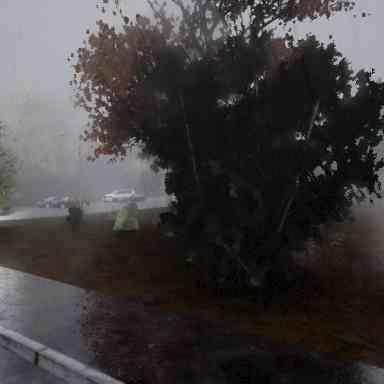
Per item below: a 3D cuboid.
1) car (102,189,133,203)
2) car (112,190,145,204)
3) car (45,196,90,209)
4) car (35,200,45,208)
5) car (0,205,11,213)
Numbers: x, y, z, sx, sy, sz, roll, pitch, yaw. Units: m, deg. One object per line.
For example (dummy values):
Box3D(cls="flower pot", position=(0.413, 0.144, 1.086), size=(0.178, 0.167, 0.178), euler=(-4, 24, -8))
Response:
Box3D(cls="car", position=(-11.545, 0.642, 52.910), size=(2.150, 2.045, 5.566), euler=(0, 3, 39))
Box3D(cls="car", position=(-9.173, 0.965, 50.283), size=(1.812, 1.442, 4.674), euler=(0, 3, 39))
Box3D(cls="car", position=(-15.501, 1.306, 42.418), size=(1.882, 1.535, 5.008), euler=(0, 2, 39))
Box3D(cls="car", position=(-18.357, 1.350, 44.451), size=(1.837, 1.490, 4.892), euler=(0, 2, 39))
Box3D(cls="car", position=(-21.715, 1.646, 34.685), size=(1.895, 1.301, 4.718), euler=(0, 1, 39))
